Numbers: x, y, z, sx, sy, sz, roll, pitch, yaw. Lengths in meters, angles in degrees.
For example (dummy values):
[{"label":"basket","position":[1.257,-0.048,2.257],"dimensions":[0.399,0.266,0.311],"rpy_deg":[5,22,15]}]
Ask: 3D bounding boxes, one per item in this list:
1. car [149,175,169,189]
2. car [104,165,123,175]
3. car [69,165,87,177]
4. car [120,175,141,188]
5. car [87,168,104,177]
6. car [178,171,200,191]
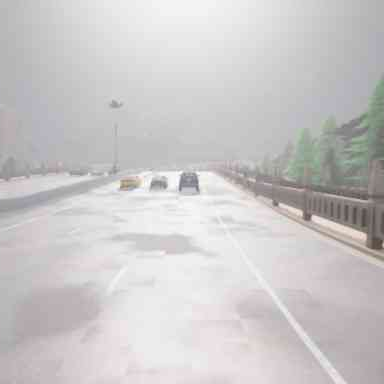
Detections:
[{"label":"car","position":[-3.825,-1.232,39.199],"dimensions":[1.812,1.442,4.674],"rpy_deg":[0,6,0]},{"label":"car","position":[-14.646,-4.068,63.650],"dimensions":[2.150,2.045,5.566],"rpy_deg":[0,6,0]},{"label":"car","position":[-21.641,-4.032,63.605],"dimensions":[2.150,2.045,5.566],"rpy_deg":[0,6,0]},{"label":"car","position":[-7.330,-1.355,40.049],"dimensions":[1.882,1.535,5.008],"rpy_deg":[0,6,0]},{"label":"car","position":[-18.145,-3.775,63.903],"dimensions":[1.812,1.442,4.674],"rpy_deg":[0,6,0]},{"label":"car","position":[-0.320,-1.315,36.973],"dimensions":[2.150,2.045,5.566],"rpy_deg":[0,6,0]}]
